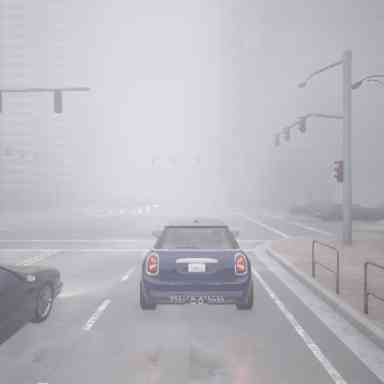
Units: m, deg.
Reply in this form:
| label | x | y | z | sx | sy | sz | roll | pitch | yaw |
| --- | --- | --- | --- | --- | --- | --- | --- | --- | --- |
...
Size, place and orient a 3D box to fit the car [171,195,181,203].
| label | x | y | z | sx | sy | sz | roll | pitch | yaw |
| --- | --- | --- | --- | --- | --- | --- | --- | --- | --- |
| car | -3.359 | 1.478 | 71.255 | 1.882 | 1.535 | 5.008 | 0 | 0 | 0 |

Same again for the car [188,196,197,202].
| label | x | y | z | sx | sy | sz | roll | pitch | yaw |
| --- | --- | --- | --- | --- | --- | --- | --- | --- | --- |
| car | 0.117 | 1.553 | 72.611 | 1.994 | 1.385 | 4.181 | 0 | 0 | 0 |

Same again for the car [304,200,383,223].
| label | x | y | z | sx | sy | sz | roll | pitch | yaw |
| --- | --- | --- | --- | --- | --- | --- | --- | --- | --- |
| car | 11.644 | 1.547 | 24.965 | 5.357 | 1.411 | 2.033 | 0 | 0 | 0 |

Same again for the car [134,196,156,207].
| label | x | y | z | sx | sy | sz | roll | pitch | yaw |
| --- | --- | --- | --- | --- | --- | --- | --- | --- | --- |
| car | -7.017 | 1.564 | 50.385 | 1.994 | 1.385 | 4.181 | 0 | 0 | 0 |

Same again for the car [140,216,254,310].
| label | x | y | z | sx | sy | sz | roll | pitch | yaw |
| --- | --- | --- | --- | --- | --- | --- | --- | --- | --- |
| car | 0.092 | 1.352 | 7.980 | 2.097 | 1.767 | 4.553 | 0 | 0 | 0 |

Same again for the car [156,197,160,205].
| label | x | y | z | sx | sy | sz | roll | pitch | yaw |
| --- | --- | --- | --- | --- | --- | --- | --- | --- | --- |
| car | -6.976 | 1.601 | 60.345 | 1.895 | 1.301 | 4.718 | 0 | 0 | 0 |

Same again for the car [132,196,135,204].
| label | x | y | z | sx | sy | sz | roll | pitch | yaw |
| --- | --- | --- | --- | --- | --- | --- | --- | --- | --- |
| car | -10.485 | 1.505 | 58.067 | 1.837 | 1.490 | 4.892 | 0 | 0 | 0 |

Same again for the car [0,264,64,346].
| label | x | y | z | sx | sy | sz | roll | pitch | yaw |
| --- | --- | --- | --- | --- | --- | --- | --- | --- | --- |
| car | -3.414 | 1.547 | 4.121 | 2.033 | 1.411 | 5.357 | 0 | 0 | -1 |

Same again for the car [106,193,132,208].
| label | x | y | z | sx | sy | sz | roll | pitch | yaw |
| --- | --- | --- | --- | --- | --- | --- | --- | --- | --- |
| car | -10.522 | 1.352 | 48.122 | 2.097 | 1.767 | 4.553 | 0 | 0 | 0 |

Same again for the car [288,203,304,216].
| label | x | y | z | sx | sy | sz | roll | pitch | yaw |
| --- | --- | --- | --- | --- | --- | --- | --- | --- | --- |
| car | 11.705 | 1.526 | 32.157 | 4.674 | 1.442 | 1.812 | 0 | 0 | 1 |
